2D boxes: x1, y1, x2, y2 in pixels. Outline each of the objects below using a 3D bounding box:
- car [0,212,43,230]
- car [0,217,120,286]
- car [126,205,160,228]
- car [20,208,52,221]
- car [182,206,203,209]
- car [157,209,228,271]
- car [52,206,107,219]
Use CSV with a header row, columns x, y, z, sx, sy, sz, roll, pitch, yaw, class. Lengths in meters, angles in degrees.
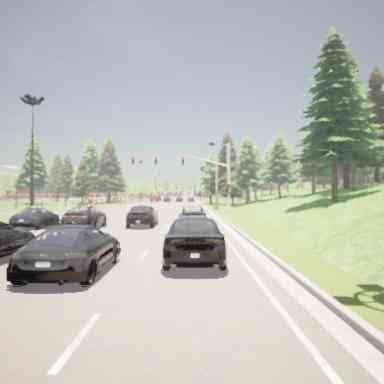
x,y,z,sx,sy,sz,roll,pitch,yaw,class
-6.935,1.609,10.949,1.812,1.442,4.674,0,0,-1,car
-3.422,1.637,9.622,1.994,1.385,4.181,0,0,0,car
-3.456,1.679,23.583,1.837,1.490,4.892,0,-1,0,car
-10.454,1.732,22.354,1.994,1.385,4.181,0,0,0,car
0.046,1.653,21.788,2.128,1.511,4.902,0,0,0,car
0.074,1.562,11.313,1.882,1.535,5.008,0,0,0,car
-6.954,1.655,21.861,2.128,1.511,4.902,0,0,0,car
